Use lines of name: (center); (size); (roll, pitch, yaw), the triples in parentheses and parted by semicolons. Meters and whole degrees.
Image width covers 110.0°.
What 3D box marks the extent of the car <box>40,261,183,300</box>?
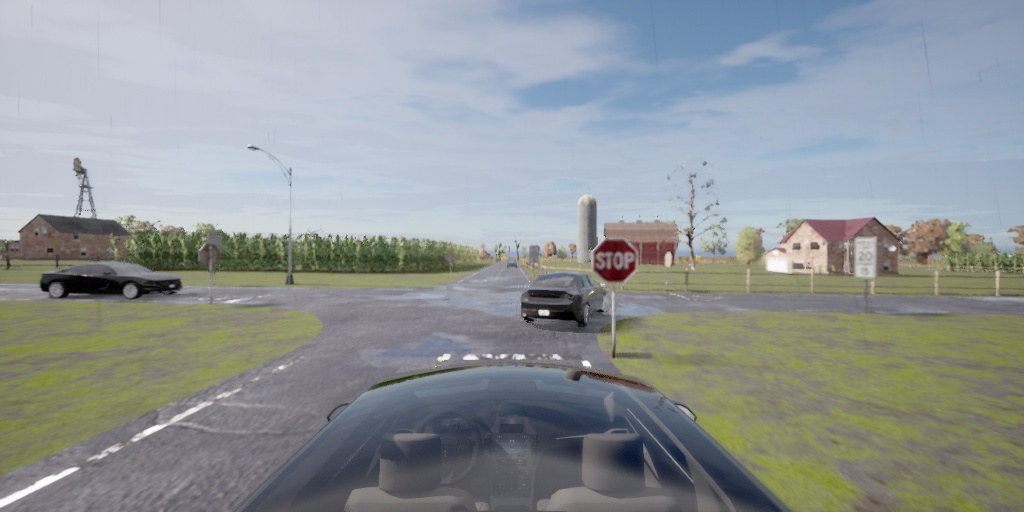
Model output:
car: (-17.466, 1.016, 15.805); (5.008, 1.535, 1.882); (1, 1, 0)

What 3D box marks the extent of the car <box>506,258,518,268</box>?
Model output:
car: (-0.007, 1.368, 62.821); (2.033, 1.411, 5.357); (0, 0, 0)

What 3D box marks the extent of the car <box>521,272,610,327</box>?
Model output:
car: (1.886, 1.272, 11.824); (1.837, 1.490, 4.892); (-1, 0, 25)
